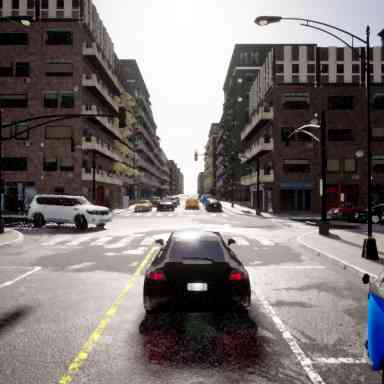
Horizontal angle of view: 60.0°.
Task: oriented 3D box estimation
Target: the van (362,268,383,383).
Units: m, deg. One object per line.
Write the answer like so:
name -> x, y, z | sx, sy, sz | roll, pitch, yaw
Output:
van -> 2.670, 1.342, 2.008 | 1.690, 1.788, 3.998 | 1, 0, 0

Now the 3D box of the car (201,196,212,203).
car -> 2.620, 1.569, 45.598 | 2.008, 1.369, 4.403 | 1, 0, 0

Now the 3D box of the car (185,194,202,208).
car -> 0.014, 1.497, 47.898 | 1.882, 1.535, 5.008 | 0, 0, 0

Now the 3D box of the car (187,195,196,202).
car -> -0.146, 1.562, 80.485 | 2.128, 1.511, 4.902 | 0, 0, 0

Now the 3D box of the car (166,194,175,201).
car -> -5.839, 1.484, 90.724 | 1.967, 1.590, 4.097 | 1, 0, 0

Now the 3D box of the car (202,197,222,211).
car -> 2.631, 1.581, 39.955 | 1.947, 1.339, 4.313 | 1, 0, 0

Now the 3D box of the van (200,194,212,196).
van -> 2.604, 1.365, 56.882 | 1.690, 1.788, 3.998 | 1, 0, 0

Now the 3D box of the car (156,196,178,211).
car -> -3.173, 1.580, 40.934 | 1.994, 1.385, 4.181 | 0, 0, 0

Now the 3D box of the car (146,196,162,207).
car -> -5.768, 1.461, 51.225 | 1.967, 1.590, 4.097 | 1, 0, 0

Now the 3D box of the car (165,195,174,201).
car -> -5.831, 1.591, 85.080 | 2.008, 1.369, 4.403 | 1, 0, 0

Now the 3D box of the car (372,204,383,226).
car -> 13.502, 1.584, 19.778 | 4.313, 1.339, 1.947 | 0, -1, 1

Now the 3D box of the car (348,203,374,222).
car -> 15.063, 1.636, 25.552 | 4.892, 1.490, 1.837 | 0, -1, 0

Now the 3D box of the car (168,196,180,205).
car -> -3.178, 1.503, 60.028 | 1.882, 1.535, 5.008 | 0, 0, 0

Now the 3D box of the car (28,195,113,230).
car -> -7.768, 1.216, 21.167 | 5.566, 2.045, 2.150 | 1, -1, 22

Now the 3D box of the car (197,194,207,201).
car -> 2.553, 1.355, 85.095 | 2.192, 1.841, 5.009 | 1, 0, 0

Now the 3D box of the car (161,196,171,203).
car -> -5.810, 1.578, 73.795 | 1.887, 1.381, 4.507 | 1, 0, 0

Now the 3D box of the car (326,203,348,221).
car -> 13.591, 1.609, 28.160 | 4.097, 1.590, 1.967 | 0, -1, 1

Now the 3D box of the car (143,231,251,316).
car -> 0.087, 1.566, 7.610 | 1.994, 1.385, 4.181 | 0, 0, 0

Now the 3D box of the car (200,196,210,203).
car -> 2.580, 1.555, 68.338 | 1.752, 1.417, 4.829 | 1, 0, 0

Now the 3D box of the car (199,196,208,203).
car -> 2.569, 1.615, 73.810 | 1.802, 1.307, 4.206 | 1, 0, 0

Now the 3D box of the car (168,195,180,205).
car -> -3.186, 1.498, 49.651 | 1.882, 1.535, 5.008 | 0, 0, 0

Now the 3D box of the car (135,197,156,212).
car -> -5.748, 1.541, 39.769 | 1.752, 1.417, 4.829 | 1, 0, 0
